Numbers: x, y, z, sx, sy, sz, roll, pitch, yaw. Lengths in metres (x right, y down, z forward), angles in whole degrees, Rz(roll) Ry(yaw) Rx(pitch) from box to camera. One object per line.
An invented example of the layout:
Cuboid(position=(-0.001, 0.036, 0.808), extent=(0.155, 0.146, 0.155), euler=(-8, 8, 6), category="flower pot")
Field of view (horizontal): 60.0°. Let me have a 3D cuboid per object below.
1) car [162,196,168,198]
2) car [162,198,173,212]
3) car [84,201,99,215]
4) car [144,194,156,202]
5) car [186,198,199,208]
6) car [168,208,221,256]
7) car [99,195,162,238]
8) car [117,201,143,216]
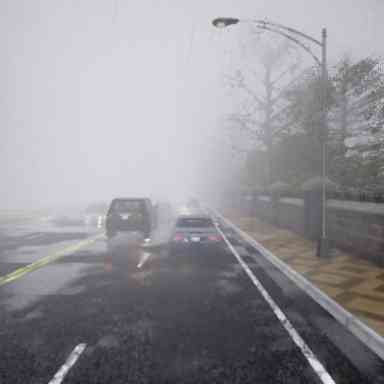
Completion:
Cuboid(position=(-6.490, 1.571, 77.163), extent=(2.128, 1.511, 4.902), euler=(0, 0, 0), category="car")
Cuboid(position=(-3.145, 1.677, 36.805), extent=(2.033, 1.411, 5.357), euler=(0, 0, 0), category="car")
Cuboid(position=(-9.830, 1.687, 35.053), extent=(1.994, 1.385, 4.181), euler=(0, 0, 0), category="car")
Cuboid(position=(-9.739, 1.400, 77.194), extent=(2.097, 1.767, 4.553), euler=(0, 0, 0), category="car")
Cuboid(position=(0.105, 1.684, 50.972), extent=(1.837, 1.490, 4.892), euler=(0, 0, 0), category="car")
Cuboid(position=(0.102, 1.593, 13.377), extent=(2.033, 1.411, 5.357), euler=(0, 0, 0), category="car")
Cuboid(position=(-3.147, 1.287, 18.323), extent=(2.150, 2.045, 5.566), euler=(0, 0, 0), category="car")
Cuboid(position=(-6.581, 1.727, 35.788), extent=(1.895, 1.301, 4.718), euler=(0, 0, 0), category="car")
